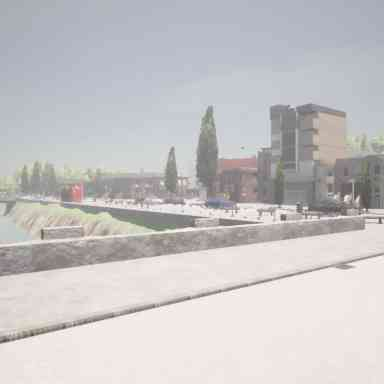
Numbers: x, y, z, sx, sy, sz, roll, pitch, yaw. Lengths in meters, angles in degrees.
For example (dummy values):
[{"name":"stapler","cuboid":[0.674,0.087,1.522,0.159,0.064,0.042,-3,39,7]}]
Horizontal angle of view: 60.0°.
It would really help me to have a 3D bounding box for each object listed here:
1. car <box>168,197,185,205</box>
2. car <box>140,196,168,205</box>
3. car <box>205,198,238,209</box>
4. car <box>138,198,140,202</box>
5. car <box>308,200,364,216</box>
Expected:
[{"name":"car","cuboid":[-3.421,1.547,60.068,2.033,1.411,5.357,0,0,-36]},{"name":"car","cuboid":[-6.594,1.525,57.411,1.812,1.442,4.674,0,0,-35]},{"name":"car","cuboid":[3.737,1.477,42.875,1.882,1.535,5.008,0,0,-36]},{"name":"car","cuboid":[-9.805,1.546,68.972,2.033,1.411,5.357,0,0,-36]},{"name":"car","cuboid":[12.926,1.503,30.064,1.837,1.490,4.892,0,0,-36]}]
